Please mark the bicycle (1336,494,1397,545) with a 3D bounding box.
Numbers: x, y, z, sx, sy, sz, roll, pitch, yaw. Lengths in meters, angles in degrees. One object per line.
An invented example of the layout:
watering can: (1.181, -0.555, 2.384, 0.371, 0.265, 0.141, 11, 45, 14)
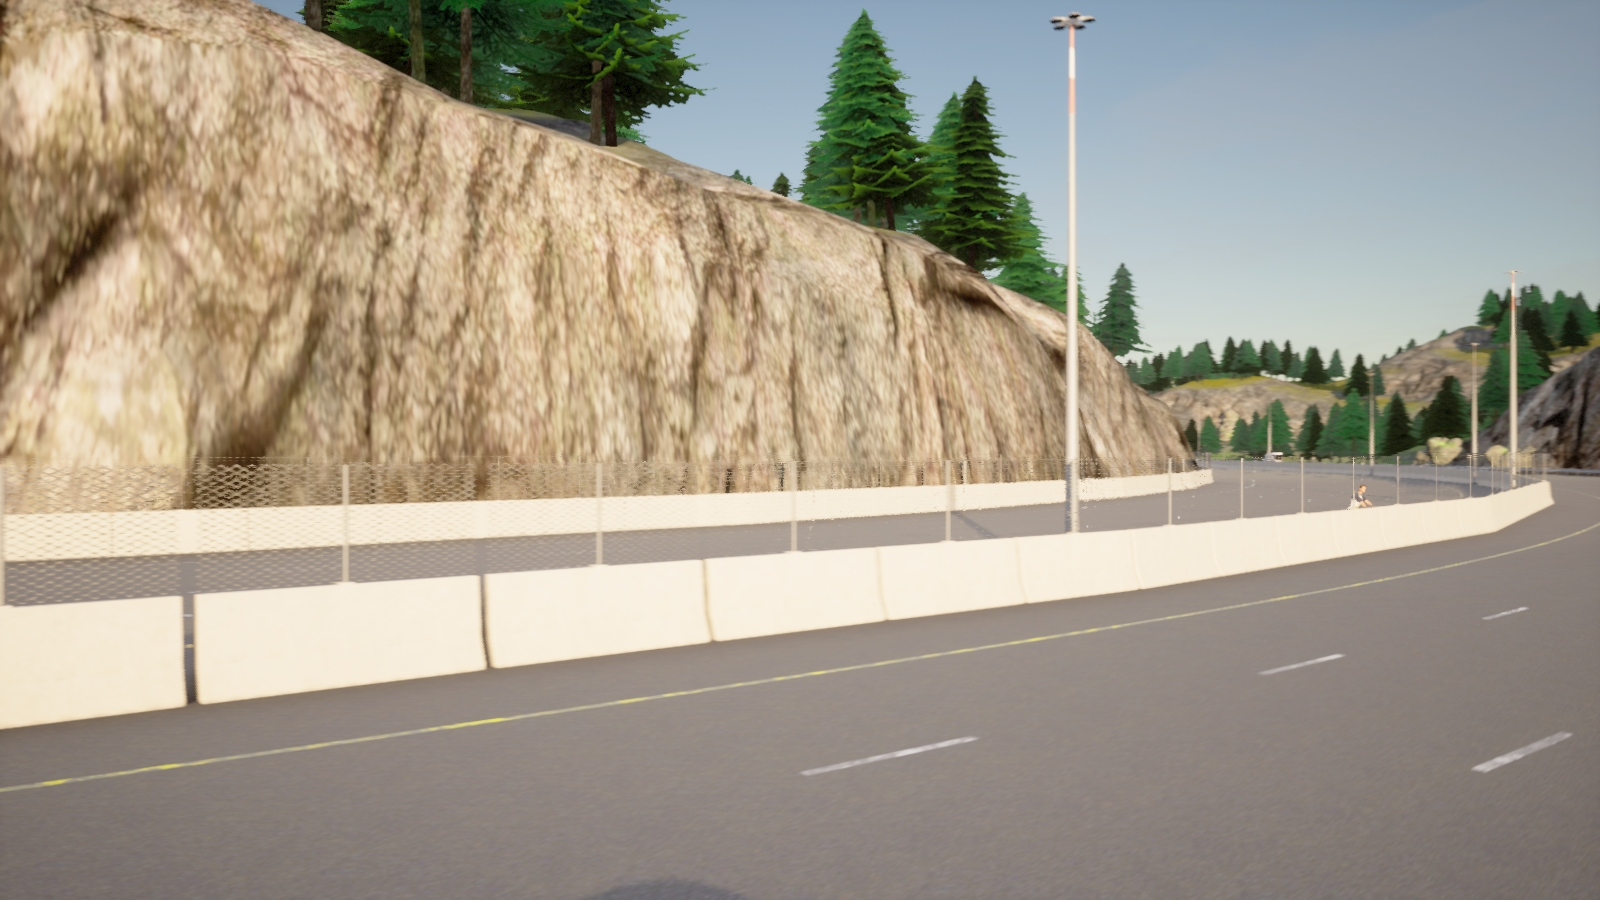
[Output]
bicycle: (17.031, 2.079, 34.378, 0.373, 1.514, 1.643, 6, -6, -42)
